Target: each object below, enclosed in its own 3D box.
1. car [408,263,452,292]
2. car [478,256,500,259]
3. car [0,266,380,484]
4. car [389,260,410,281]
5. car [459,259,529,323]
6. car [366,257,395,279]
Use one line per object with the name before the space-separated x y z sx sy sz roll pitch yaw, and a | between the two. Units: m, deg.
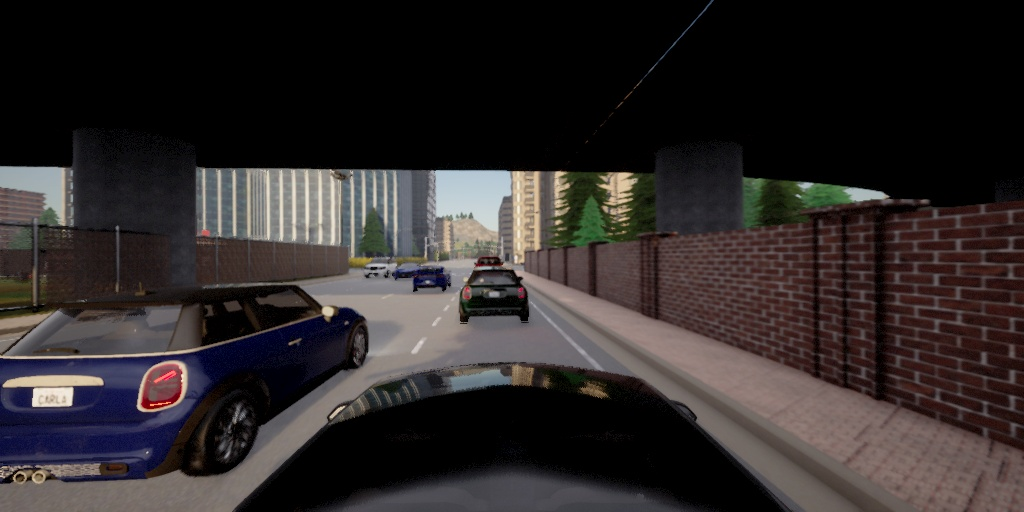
car | -4.882 1.313 22.427 1.882 1.535 5.008 0 0 -4
car | -1.792 1.042 27.856 2.150 2.045 5.566 0 0 -4
car | -3.702 1.140 4.956 2.097 1.767 4.553 0 0 -2
car | -9.346 1.373 32.656 1.882 1.535 5.008 0 0 -4
car | -0.648 1.131 12.457 2.097 1.767 4.553 0 0 -4
car | -13.098 1.158 36.158 2.150 2.045 5.566 0 0 -4
